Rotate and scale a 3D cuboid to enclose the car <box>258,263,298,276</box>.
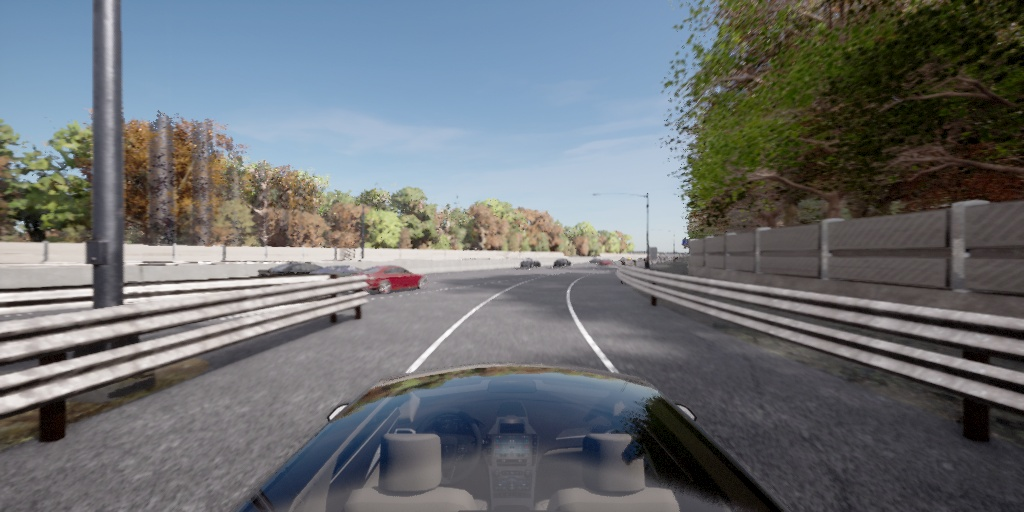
[{"bbox_3d":[-12.914,1.155,22.289,1.882,1.535,5.008,0,0,26],"label":"car"}]

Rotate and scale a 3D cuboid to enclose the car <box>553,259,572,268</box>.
[{"bbox_3d":[7.962,1.134,56.117,1.837,1.490,4.892,0,0,27],"label":"car"}]

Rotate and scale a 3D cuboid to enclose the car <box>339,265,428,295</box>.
[{"bbox_3d":[-6.538,1.213,19.369,1.812,1.442,4.674,1,0,26],"label":"car"}]

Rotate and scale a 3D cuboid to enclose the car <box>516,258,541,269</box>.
[{"bbox_3d":[2.869,1.132,53.792,2.128,1.511,4.902,0,0,27],"label":"car"}]

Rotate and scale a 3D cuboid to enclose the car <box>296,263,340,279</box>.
[{"bbox_3d":[-9.730,1.230,20.830,1.994,1.385,4.181,0,0,26],"label":"car"}]
